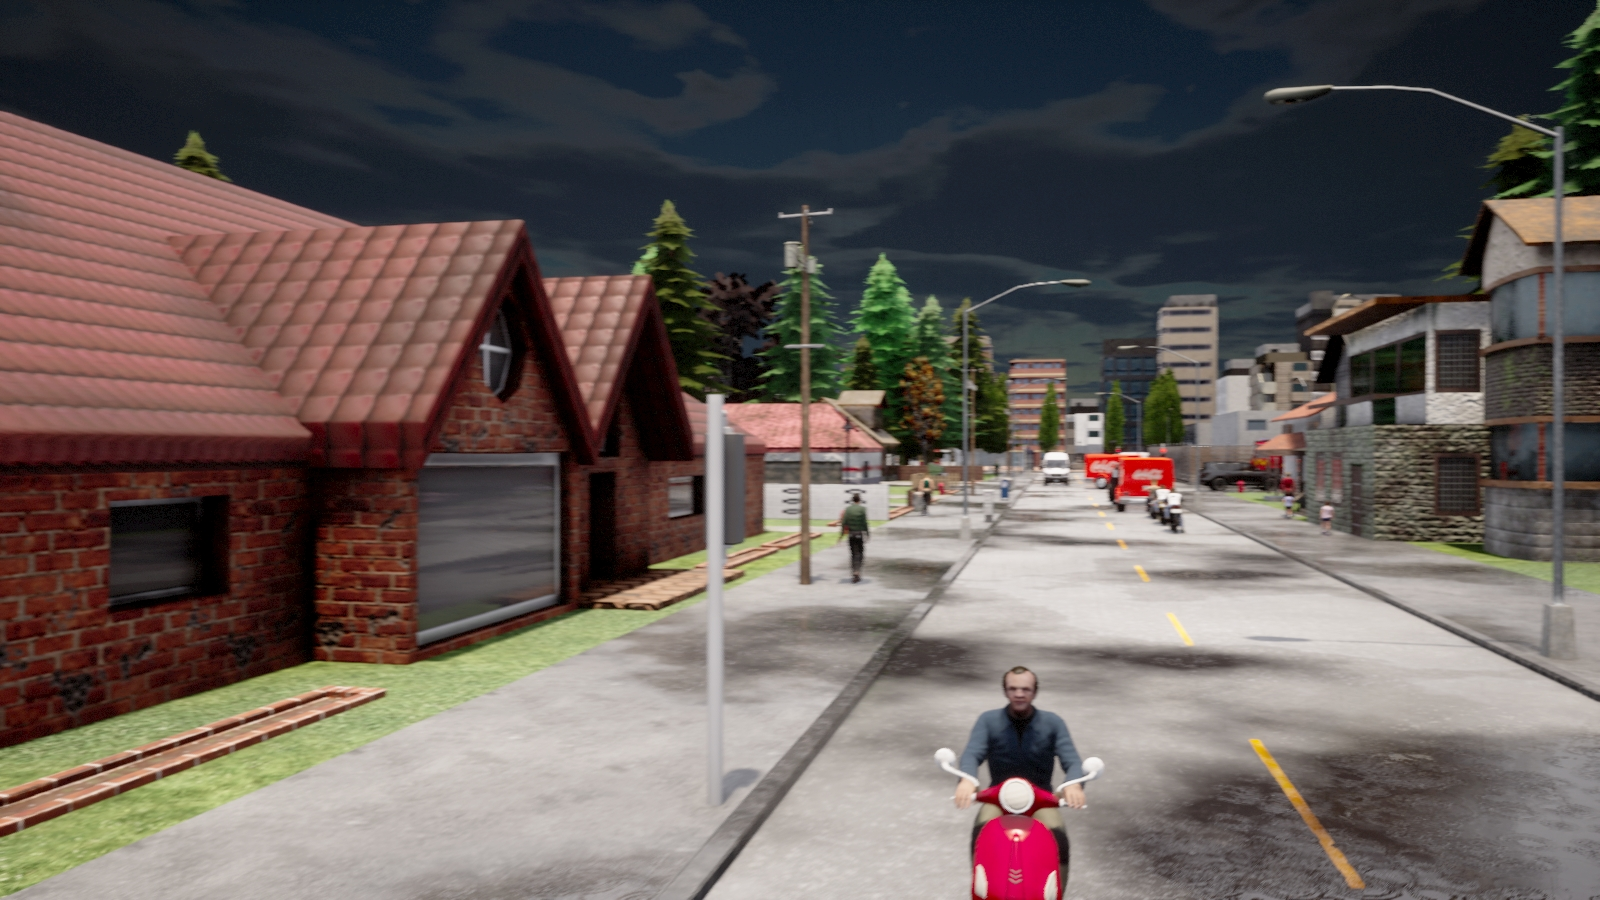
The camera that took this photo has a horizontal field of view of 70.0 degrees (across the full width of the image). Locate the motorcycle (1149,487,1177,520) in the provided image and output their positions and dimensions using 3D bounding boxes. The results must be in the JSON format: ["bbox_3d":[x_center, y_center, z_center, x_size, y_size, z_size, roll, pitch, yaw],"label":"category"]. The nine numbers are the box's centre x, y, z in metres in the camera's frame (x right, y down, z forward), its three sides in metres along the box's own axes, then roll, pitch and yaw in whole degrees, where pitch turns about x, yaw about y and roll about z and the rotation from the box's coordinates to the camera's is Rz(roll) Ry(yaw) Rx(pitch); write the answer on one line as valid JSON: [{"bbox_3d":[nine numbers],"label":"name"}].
[{"bbox_3d":[13.605,1.999,42.854,0.803,1.145,2.033,0,0,13],"label":"motorcycle"}]

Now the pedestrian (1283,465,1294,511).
[{"bbox_3d":[19.753,1.533,46.169,0.375,1.860,0.375,0,0,18],"label":"pedestrian"}]

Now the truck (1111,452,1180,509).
[{"bbox_3d":[15.833,1.355,52.652,2.627,2.467,5.204,0,0,13],"label":"truck"}]

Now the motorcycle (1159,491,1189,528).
[{"bbox_3d":[12.697,1.999,38.840,0.803,1.145,2.033,0,0,13],"label":"motorcycle"}]

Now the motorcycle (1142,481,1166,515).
[{"bbox_3d":[14.567,1.956,47.082,0.764,1.277,2.356,0,0,13],"label":"motorcycle"}]

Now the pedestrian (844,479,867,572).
[{"bbox_3d":[1.121,1.522,23.107,0.375,1.860,0.375,0,0,17],"label":"pedestrian"}]

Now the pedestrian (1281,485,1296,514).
[{"bbox_3d":[19.090,1.914,44.642,0.500,1.100,0.500,0,0,25],"label":"pedestrian"}]

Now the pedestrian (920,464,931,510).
[{"bbox_3d":[5.146,1.522,46.733,0.375,1.860,0.375,0,0,20],"label":"pedestrian"}]

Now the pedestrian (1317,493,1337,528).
[{"bbox_3d":[16.678,1.911,36.160,0.500,1.100,0.500,0,0,14],"label":"pedestrian"}]
